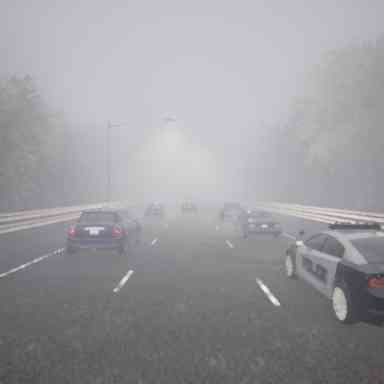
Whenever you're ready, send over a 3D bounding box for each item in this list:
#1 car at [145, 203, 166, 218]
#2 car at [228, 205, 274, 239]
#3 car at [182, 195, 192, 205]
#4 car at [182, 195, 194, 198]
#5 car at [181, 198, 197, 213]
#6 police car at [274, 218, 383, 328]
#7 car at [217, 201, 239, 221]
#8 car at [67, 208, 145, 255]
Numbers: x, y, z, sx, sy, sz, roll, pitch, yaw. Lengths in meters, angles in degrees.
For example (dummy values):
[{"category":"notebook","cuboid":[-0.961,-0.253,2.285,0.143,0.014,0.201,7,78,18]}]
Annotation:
[{"category":"car","cuboid":[-3.614,1.772,32.940,2.033,1.411,5.357,0,0,-1]},{"category":"car","cuboid":[3.435,1.674,18.266,2.033,1.411,5.357,0,0,0]},{"category":"car","cuboid":[-1.086,1.721,74.874,2.150,2.045,5.566,0,0,-2]},{"category":"car","cuboid":[-0.586,1.606,58.912,2.150,2.045,5.566,0,-2,-1]},{"category":"car","cuboid":[-0.369,1.785,41.640,2.163,1.488,4.792,0,0,-1]},{"category":"police car","cuboid":[3.490,1.477,7.340,1.930,1.638,5.238,0,0,0]},{"category":"car","cuboid":[3.334,1.632,29.303,2.033,1.649,4.856,0,0,-1]},{"category":"car","cuboid":[-3.443,1.449,13.811,2.097,1.767,4.553,0,0,0]}]
